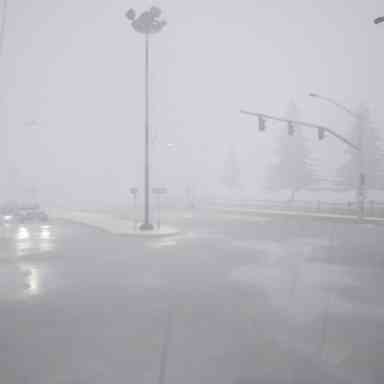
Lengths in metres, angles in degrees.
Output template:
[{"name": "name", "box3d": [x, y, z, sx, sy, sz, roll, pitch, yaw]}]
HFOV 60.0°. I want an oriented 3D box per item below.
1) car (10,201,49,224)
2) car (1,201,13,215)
[{"name": "car", "box3d": [-12.328, 1.597, 25.384, 1.895, 1.301, 4.718, 0, 0, -35]}, {"name": "car", "box3d": [-18.054, 1.560, 33.646, 1.994, 1.385, 4.181, 0, 0, -35]}]
